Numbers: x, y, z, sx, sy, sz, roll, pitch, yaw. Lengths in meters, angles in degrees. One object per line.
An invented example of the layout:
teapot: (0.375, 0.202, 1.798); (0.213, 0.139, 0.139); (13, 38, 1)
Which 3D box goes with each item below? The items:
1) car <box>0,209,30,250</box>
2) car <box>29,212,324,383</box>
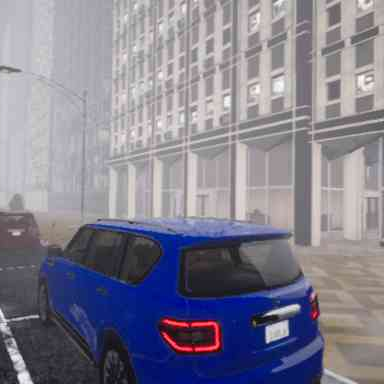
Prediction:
car: (-8.110, 1.722, 14.671); (2.192, 1.841, 5.009); (1, -2, -36)
car: (-0.793, 1.398, 5.166); (2.150, 2.045, 5.566); (2, -2, -35)
